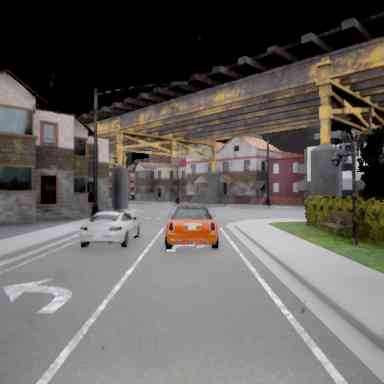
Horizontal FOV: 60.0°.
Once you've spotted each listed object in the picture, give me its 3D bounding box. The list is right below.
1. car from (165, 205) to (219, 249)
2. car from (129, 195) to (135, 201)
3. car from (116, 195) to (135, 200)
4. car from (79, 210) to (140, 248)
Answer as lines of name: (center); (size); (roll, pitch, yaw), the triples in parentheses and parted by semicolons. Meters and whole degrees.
car: (0.000, 1.363, 14.620); (2.097, 1.767, 4.553); (0, 0, 0)
car: (-16.819, 1.450, 83.464); (4.974, 1.542, 2.038); (0, 0, -15)
car: (-16.769, 1.292, 83.477); (4.536, 1.218, 1.853); (0, 0, -15)
car: (-3.500, 1.530, 14.650); (1.812, 1.442, 4.674); (0, 0, 0)
